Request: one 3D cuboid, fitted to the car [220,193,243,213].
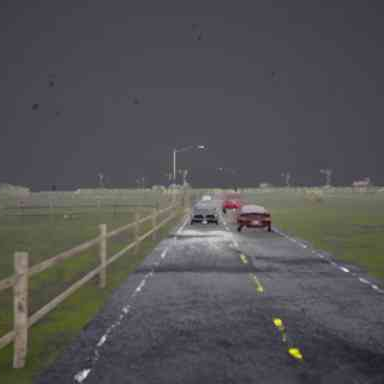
[{"bbox_3d":[4.264,1.131,35.337,2.150,2.045,5.566,0,0,3],"label":"car"}]

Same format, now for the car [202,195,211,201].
[{"bbox_3d":[2.832,1.316,65.015,1.812,1.442,4.674,1,0,3],"label":"car"}]

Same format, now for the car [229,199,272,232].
[{"bbox_3d":[3.505,1.435,19.969,1.882,1.535,5.008,0,0,3],"label":"car"}]

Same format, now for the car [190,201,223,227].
[{"bbox_3d":[0.878,1.530,22.609,1.895,1.301,4.718,0,0,3],"label":"car"}]
